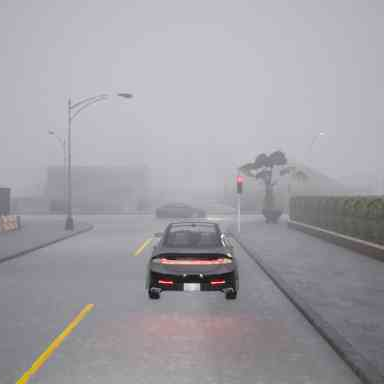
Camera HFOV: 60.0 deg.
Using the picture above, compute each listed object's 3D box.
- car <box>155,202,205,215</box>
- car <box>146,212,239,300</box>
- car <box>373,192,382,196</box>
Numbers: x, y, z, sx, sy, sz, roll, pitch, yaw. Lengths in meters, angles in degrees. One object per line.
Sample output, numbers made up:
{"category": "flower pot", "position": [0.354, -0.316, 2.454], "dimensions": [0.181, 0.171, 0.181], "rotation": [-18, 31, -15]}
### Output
{"category": "car", "position": [-0.936, 1.564, 27.601], "dimensions": [4.181, 1.385, 1.994], "rotation": [0, 0, 0]}
{"category": "car", "position": [0.039, 1.492, 8.395], "dimensions": [2.128, 1.511, 4.902], "rotation": [0, 0, 1]}
{"category": "car", "position": [38.029, 0.973, 67.799], "dimensions": [1.905, 1.878, 3.866], "rotation": [0, 0, 0]}
